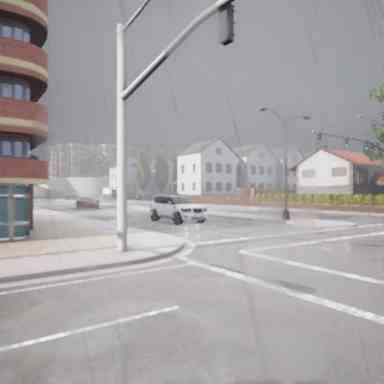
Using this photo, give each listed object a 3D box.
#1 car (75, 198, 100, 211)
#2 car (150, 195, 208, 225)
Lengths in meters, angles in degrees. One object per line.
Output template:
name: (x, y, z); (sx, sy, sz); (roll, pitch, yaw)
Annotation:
car: (-13.206, 1.473, 41.940); (1.882, 1.535, 5.008); (0, 0, -34)
car: (-1.110, 1.216, 24.395); (2.150, 2.045, 5.566); (0, 0, -35)
